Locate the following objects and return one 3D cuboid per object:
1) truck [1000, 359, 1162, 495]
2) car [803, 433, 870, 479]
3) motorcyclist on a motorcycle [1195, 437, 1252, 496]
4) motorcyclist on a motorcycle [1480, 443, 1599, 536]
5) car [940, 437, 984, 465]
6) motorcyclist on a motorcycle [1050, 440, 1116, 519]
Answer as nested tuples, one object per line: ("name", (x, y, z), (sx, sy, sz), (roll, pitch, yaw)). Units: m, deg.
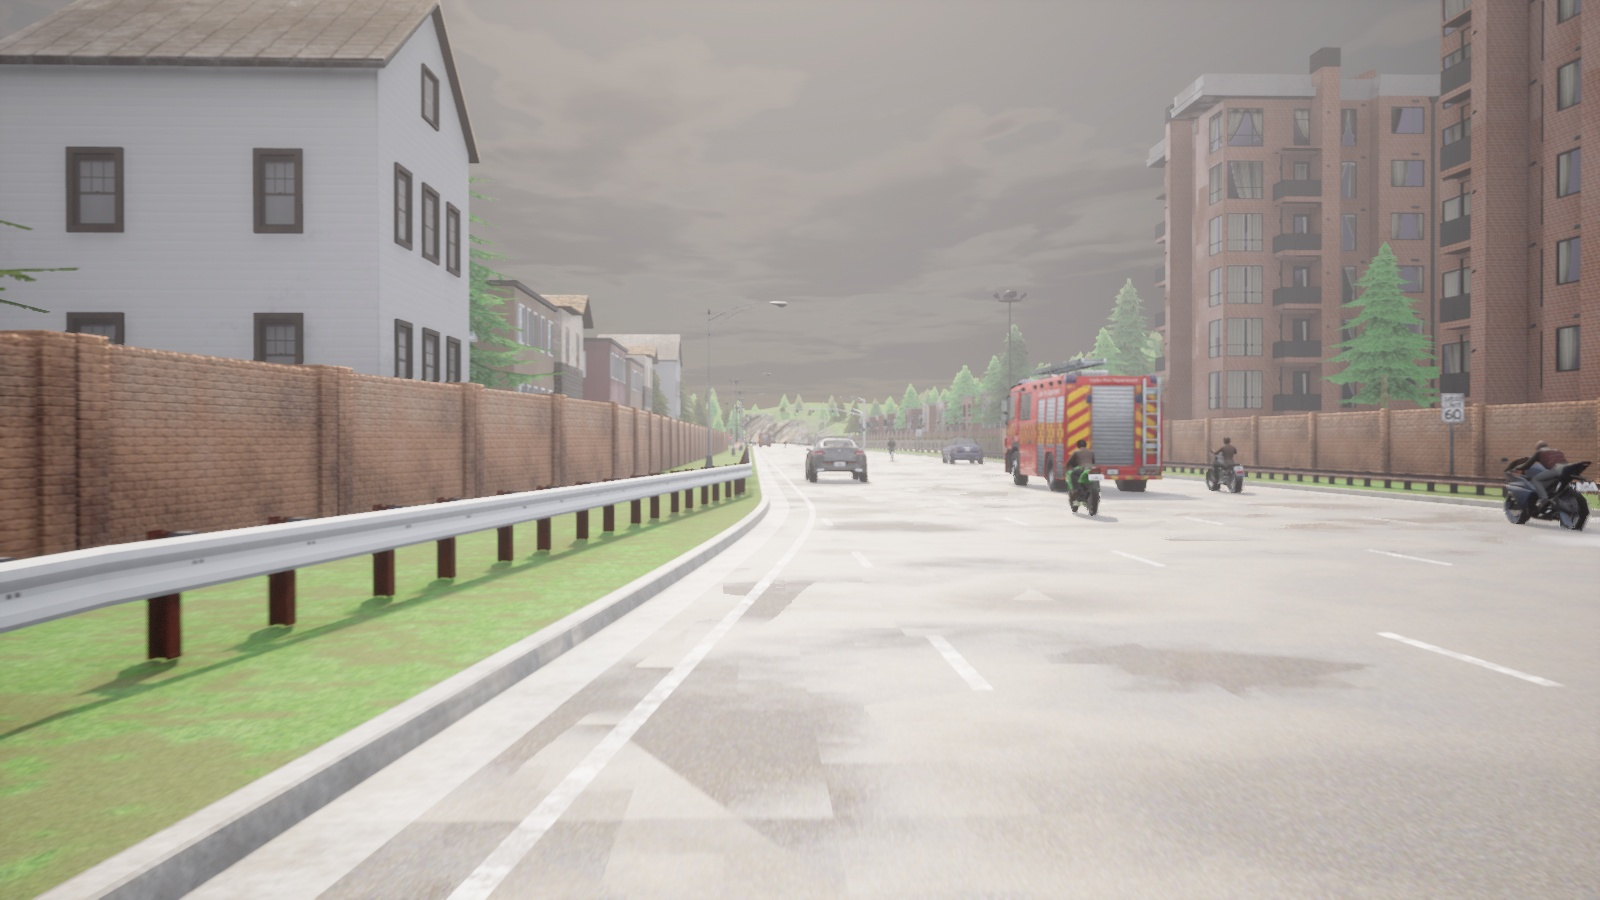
("truck", (8.603, -0.686, 39.650), (2.891, 3.827, 8.468), (0, 0, -2))
("car", (1.303, 0.198, 47.208), (2.152, 1.651, 5.027), (0, 0, -2))
("motorcyclist on a motorcycle", (12.234, 0.455, 36.328), (0.766, 1.649, 2.350), (0, 0, -2))
("motorcyclist on a motorcycle", (12.803, 0.642, 21.680), (0.866, 1.530, 2.191), (0, 0, -2))
("car", (10.472, 0.047, 81.625), (2.097, 1.767, 4.553), (0, 0, -2))
("motorcyclist on a motorcycle", (5.660, 0.558, 25.227), (0.797, 1.523, 2.044), (0, 0, -2))
